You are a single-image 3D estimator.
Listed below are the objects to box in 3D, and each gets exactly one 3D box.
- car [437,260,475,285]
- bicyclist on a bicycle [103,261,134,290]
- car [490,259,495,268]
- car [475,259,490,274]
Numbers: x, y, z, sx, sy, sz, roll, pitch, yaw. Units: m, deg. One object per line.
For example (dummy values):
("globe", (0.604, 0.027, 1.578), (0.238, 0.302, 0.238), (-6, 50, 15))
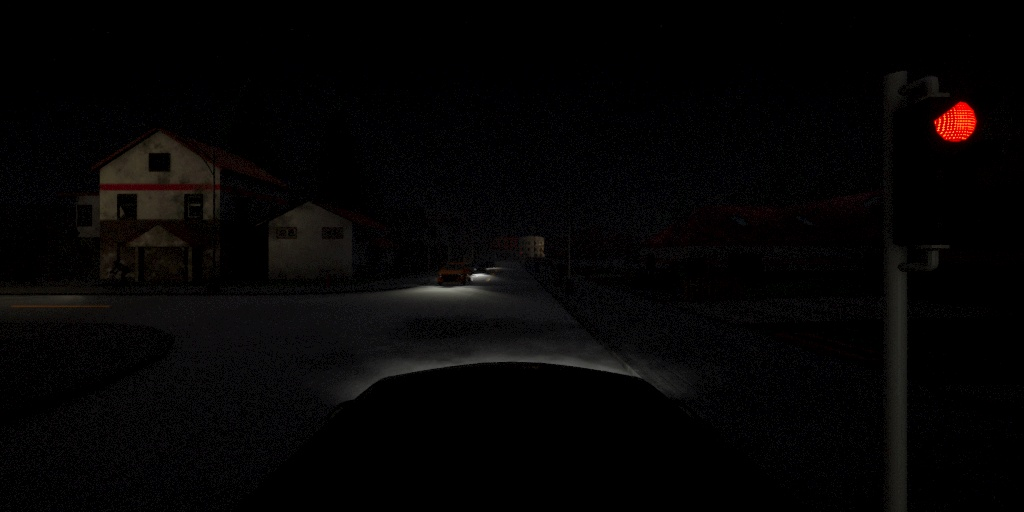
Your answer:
("car", (-4.095, 1.227, 25.987), (1.882, 1.535, 5.008), (0, 0, 0))
("bicyclist on a bicycle", (-22.538, 1.099, 20.572), (0.582, 1.620, 1.656), (0, 0, 0))
("car", (-4.024, 1.227, 61.903), (1.882, 1.535, 5.008), (0, 0, 1))
("car", (-4.087, 1.241, 42.187), (2.128, 1.511, 4.902), (0, 0, 0))
